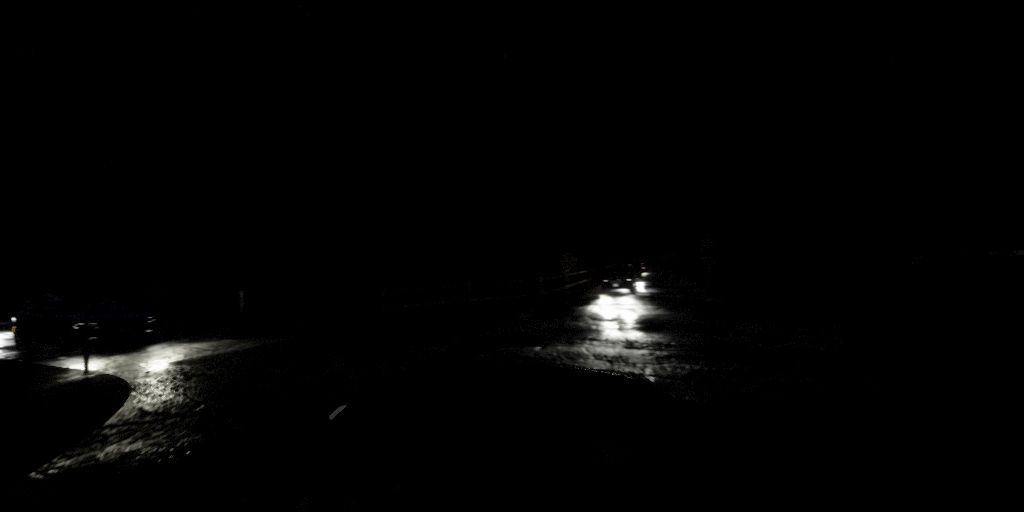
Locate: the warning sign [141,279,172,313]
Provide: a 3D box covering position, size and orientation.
[{"bbox_3d":[-19.211,2.195,19.352,1.060,1.860,1.300,0,0,22],"label":"warning sign"}]

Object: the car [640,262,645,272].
[{"bbox_3d":[10.943,1.516,32.876,1.895,1.301,4.718,-2,-1,21],"label":"car"}]

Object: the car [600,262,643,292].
[{"bbox_3d":[6.668,1.368,22.213,2.128,1.511,4.902,-2,-1,22],"label":"car"}]

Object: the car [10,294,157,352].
[{"bbox_3d":[-13.649,2.023,11.455,5.008,1.535,1.882,-3,-3,22],"label":"car"}]

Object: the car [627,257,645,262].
[{"bbox_3d":[17.255,1.224,49.815,2.150,2.045,5.566,-2,-1,20],"label":"car"}]
